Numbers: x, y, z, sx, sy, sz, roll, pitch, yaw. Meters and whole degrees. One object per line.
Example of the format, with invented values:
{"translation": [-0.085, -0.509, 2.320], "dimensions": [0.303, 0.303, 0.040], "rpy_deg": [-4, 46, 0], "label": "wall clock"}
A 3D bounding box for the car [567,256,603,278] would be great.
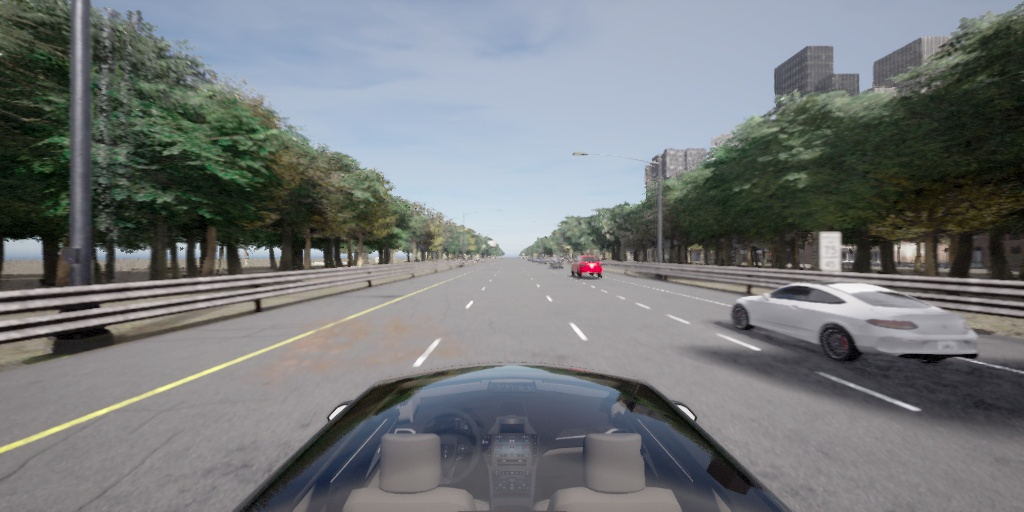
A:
{"translation": [7.005, 0.986, 34.082], "dimensions": [2.150, 2.045, 5.566], "rpy_deg": [0, 0, 0], "label": "car"}

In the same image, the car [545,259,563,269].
{"translation": [7.027, 1.284, 57.995], "dimensions": [2.128, 1.511, 4.902], "rpy_deg": [0, 0, 0], "label": "car"}

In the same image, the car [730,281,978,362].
{"translation": [7.001, 1.279, 8.071], "dimensions": [1.812, 1.442, 4.674], "rpy_deg": [0, 0, 0], "label": "car"}
